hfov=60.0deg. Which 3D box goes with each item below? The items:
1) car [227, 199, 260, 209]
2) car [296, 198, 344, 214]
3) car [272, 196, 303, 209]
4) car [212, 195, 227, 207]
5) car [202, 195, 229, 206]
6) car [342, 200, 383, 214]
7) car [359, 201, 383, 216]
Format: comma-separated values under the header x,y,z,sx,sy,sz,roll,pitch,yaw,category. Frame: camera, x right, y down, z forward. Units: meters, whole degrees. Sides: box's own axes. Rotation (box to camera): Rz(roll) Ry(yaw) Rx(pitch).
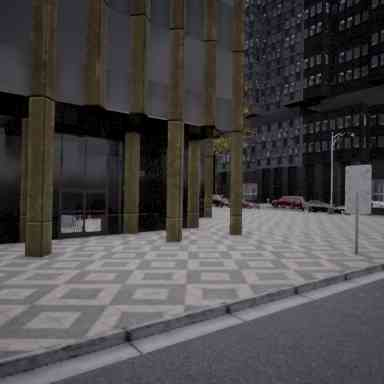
x,y,z,sx,sy,sz,roll,pitch,yaw,category
6.860,1.570,42.837,1.802,1.307,4.206,1,-1,-35,car
13.233,1.540,33.840,1.947,1.339,4.313,1,-1,-35,car
13.815,1.487,47.773,2.192,1.841,5.009,1,-1,-35,car
3.677,1.311,47.340,2.192,1.841,5.009,1,-1,-35,car
4.256,1.511,61.269,2.192,1.841,5.009,1,-1,-35,car
20.184,1.708,38.773,2.008,1.369,4.403,1,-1,-35,car
16.420,1.518,29.341,2.008,1.369,4.403,1,-1,-35,car
